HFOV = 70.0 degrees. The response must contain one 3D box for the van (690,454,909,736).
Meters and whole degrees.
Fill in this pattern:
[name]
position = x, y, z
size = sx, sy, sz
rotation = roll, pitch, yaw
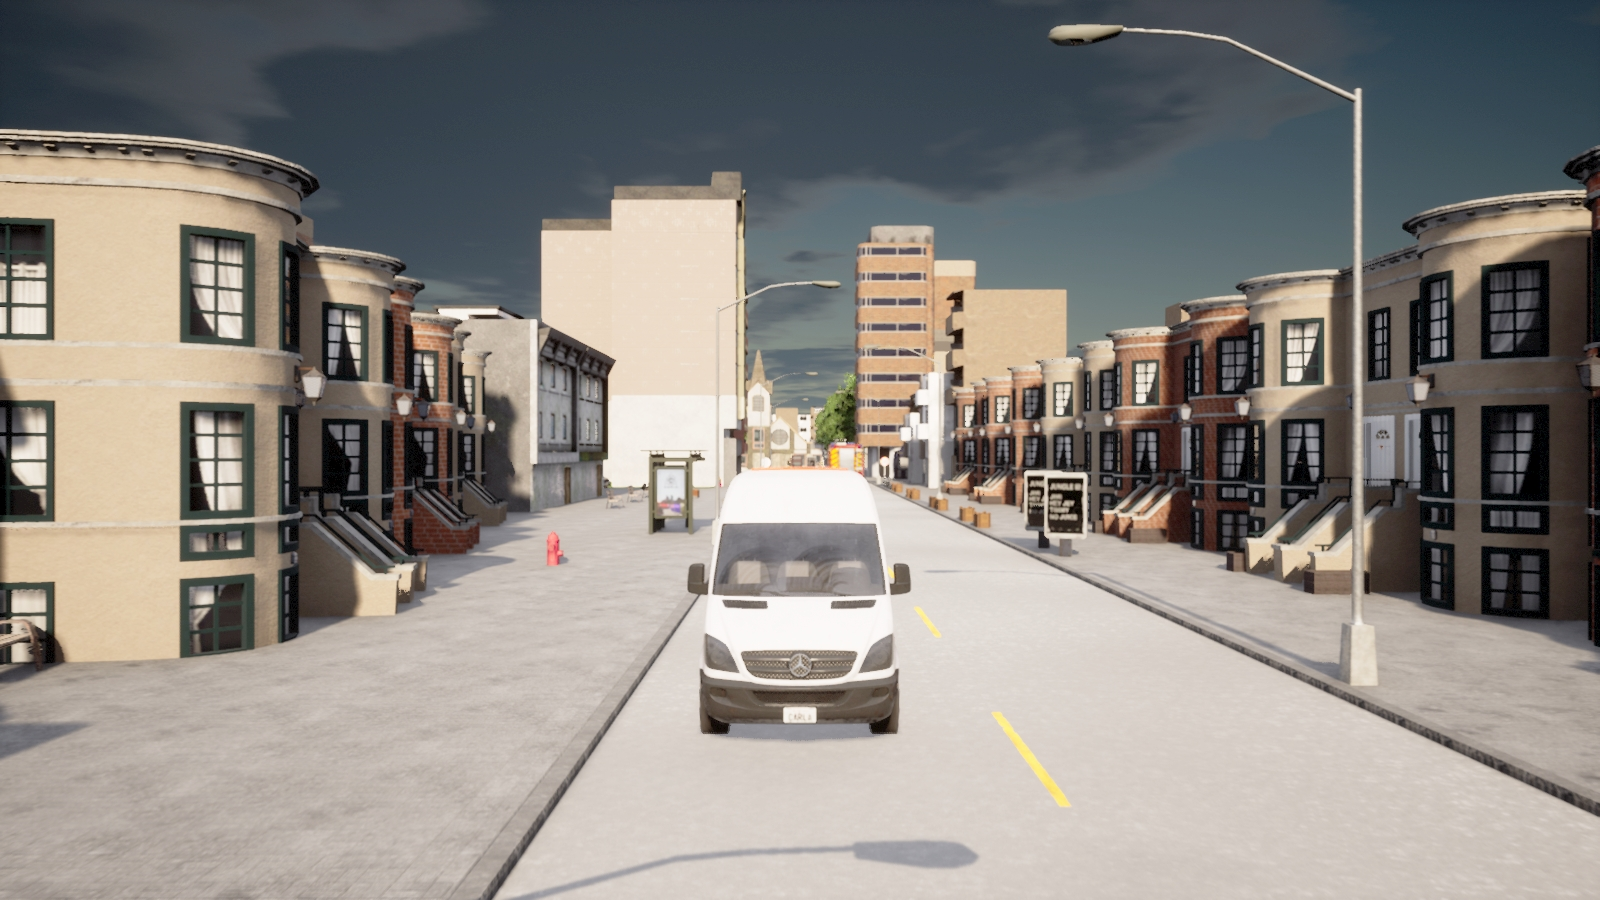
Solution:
[van]
position = -0.003, 1.330, 13.344
size = 1.988, 2.561, 5.915
rotation = 0, 0, 0
